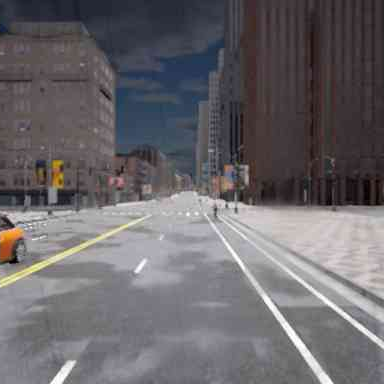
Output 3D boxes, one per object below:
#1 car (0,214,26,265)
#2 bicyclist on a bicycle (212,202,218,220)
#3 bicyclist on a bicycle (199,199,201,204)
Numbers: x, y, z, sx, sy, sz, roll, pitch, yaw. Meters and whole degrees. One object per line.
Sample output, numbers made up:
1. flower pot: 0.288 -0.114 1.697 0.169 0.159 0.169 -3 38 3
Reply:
1. car: -6.605 1.456 9.244 2.097 1.767 4.553 0 -1 0
2. bicyclist on a bicycle: 2.236 1.826 31.998 0.582 1.620 1.656 0 -1 0
3. bicyclist on a bicycle: 2.212 2.489 90.238 0.659 1.776 1.843 0 0 0
